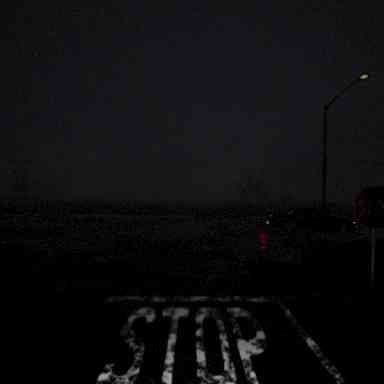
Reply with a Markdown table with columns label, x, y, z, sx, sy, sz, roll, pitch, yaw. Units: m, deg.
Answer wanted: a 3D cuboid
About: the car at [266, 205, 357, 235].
| label | x | y | z | sx | sy | sz | roll | pitch | yaw |
| --- | --- | --- | --- | --- | --- | --- | --- | --- | --- |
| car | 6.699 | 1.531 | 18.811 | 4.892 | 1.490 | 1.837 | 1 | 1 | 0 |
